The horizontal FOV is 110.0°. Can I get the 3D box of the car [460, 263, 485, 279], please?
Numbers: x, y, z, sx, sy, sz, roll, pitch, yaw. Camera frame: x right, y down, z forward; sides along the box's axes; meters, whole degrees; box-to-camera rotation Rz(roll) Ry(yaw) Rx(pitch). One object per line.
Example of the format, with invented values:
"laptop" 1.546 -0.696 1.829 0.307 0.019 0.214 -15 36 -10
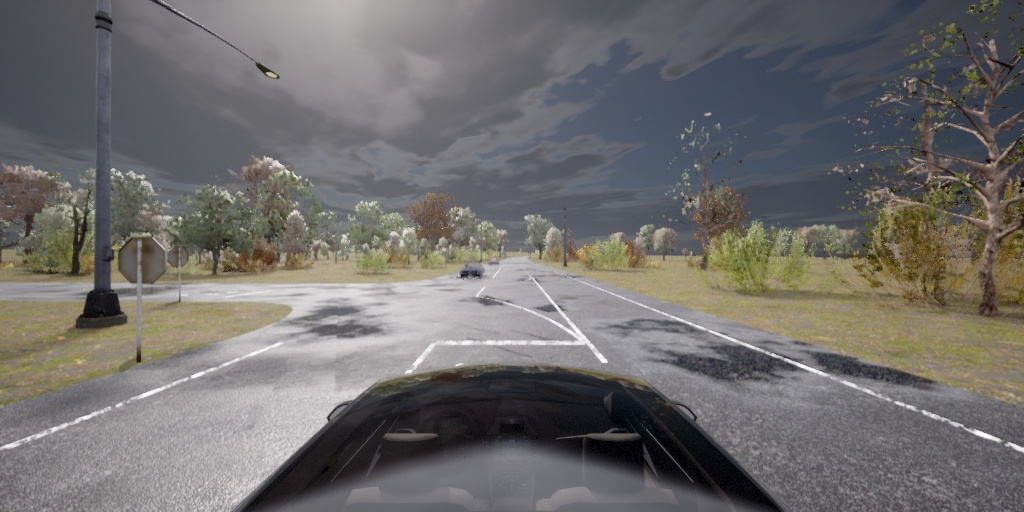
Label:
"car" -3.468 1.318 31.834 1.895 1.301 4.718 0 0 0
